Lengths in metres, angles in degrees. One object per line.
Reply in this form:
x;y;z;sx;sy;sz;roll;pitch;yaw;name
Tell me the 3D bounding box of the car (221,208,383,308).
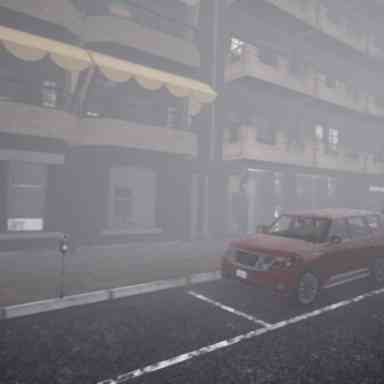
3.070;1.377;8.273;5.009;1.841;2.192;1;1;-36;car
